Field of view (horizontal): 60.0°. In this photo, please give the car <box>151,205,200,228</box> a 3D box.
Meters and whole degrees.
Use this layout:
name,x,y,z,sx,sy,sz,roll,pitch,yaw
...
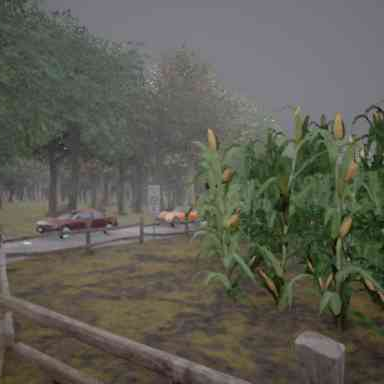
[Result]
name,x,y,z,sx,sy,sz,roll,pitch,yaw
car,-1.269,1.907,27.508,2.097,1.767,4.553,0,-1,36

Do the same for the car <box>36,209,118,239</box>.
name,x,y,z,sx,sy,sz,roll,pitch,yaw
car,-6.699,1.810,19.813,1.882,1.535,5.008,0,-1,34
